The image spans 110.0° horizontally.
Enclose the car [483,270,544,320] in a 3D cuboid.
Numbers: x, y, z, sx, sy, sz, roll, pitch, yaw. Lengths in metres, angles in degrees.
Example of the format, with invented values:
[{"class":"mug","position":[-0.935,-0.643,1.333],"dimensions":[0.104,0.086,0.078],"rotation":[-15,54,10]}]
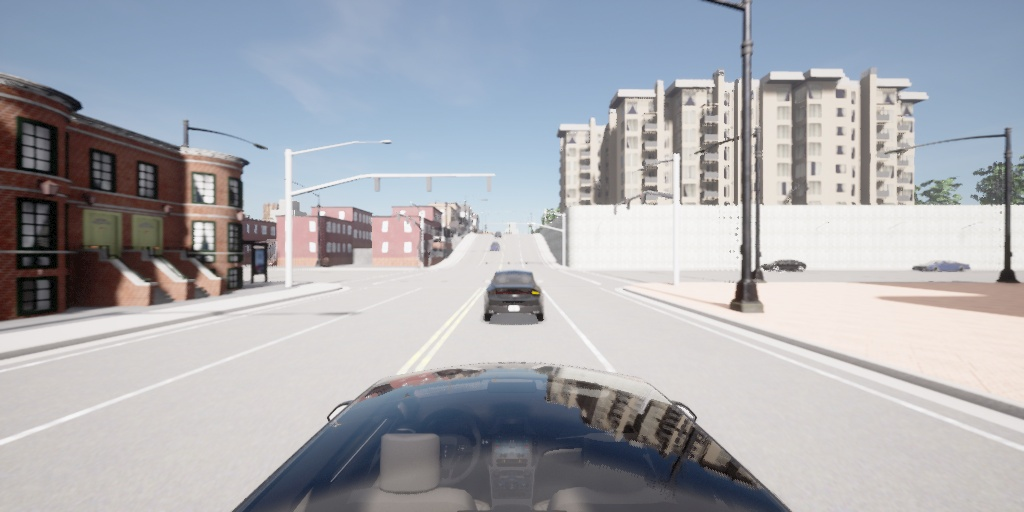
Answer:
[{"class":"car","position":[0.069,1.219,12.439],"dimensions":[1.837,1.490,4.892],"rotation":[0,0,0]}]

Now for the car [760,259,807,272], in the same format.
[{"class":"car","position":[32.348,1.115,42.802],"dimensions":[4.892,1.490,1.837],"rotation":[0,0,0]}]

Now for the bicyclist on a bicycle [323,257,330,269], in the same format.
[{"class":"bicyclist on a bicycle","position":[-25.248,0.902,48.801],"dimensions":[0.582,1.620,1.656],"rotation":[0,0,0]}]
